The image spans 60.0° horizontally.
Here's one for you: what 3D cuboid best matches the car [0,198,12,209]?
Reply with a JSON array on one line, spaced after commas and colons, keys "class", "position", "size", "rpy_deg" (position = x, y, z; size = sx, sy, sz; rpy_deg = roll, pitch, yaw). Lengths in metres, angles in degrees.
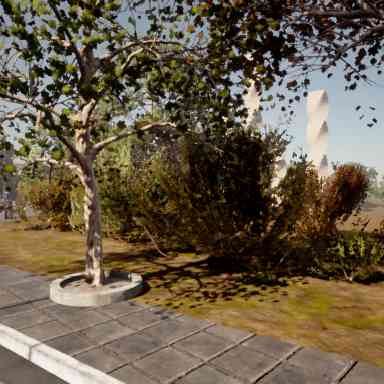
[{"class": "car", "position": [-20.901, 1.317, 36.747], "size": [2.033, 1.411, 5.357], "rpy_deg": [1, 1, -29]}]
